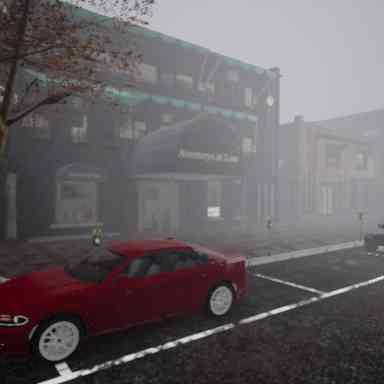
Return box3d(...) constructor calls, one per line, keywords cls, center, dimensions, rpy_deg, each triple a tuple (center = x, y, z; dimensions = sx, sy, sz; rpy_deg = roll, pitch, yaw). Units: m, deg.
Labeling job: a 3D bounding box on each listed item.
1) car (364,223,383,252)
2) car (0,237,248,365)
box3d(cls="car", center=(8.179, 1.530, 12.382), dimensions=(4.313, 1.339, 1.947), rpy_deg=(0, 1, -35))
box3d(cls="car", center=(-1.010, 1.538, 5.826), dimensions=(4.507, 1.381, 1.887), rpy_deg=(0, 1, -35))
